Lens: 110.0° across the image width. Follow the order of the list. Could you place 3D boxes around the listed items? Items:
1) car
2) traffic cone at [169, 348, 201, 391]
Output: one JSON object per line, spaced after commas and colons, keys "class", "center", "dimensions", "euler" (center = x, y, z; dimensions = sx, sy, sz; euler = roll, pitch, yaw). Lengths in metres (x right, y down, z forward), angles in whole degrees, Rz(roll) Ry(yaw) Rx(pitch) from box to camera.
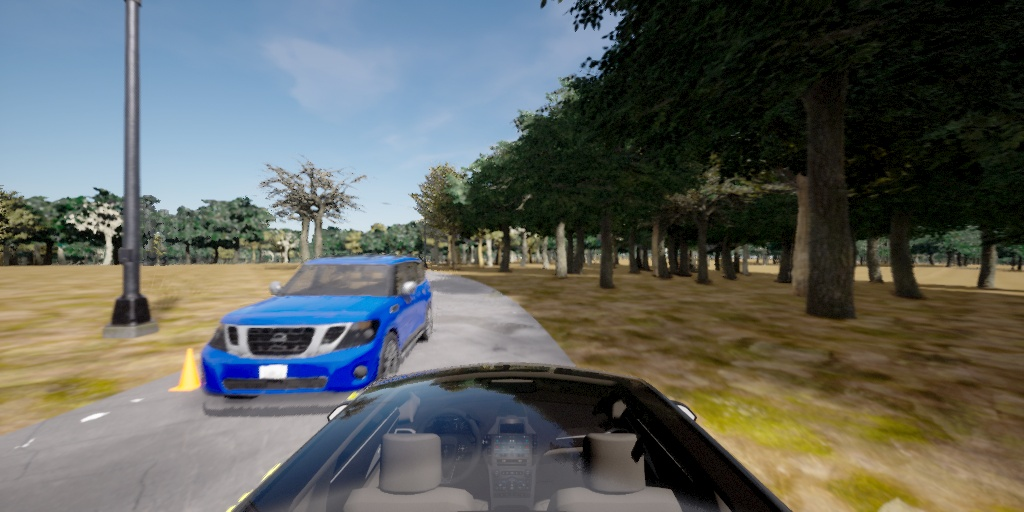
{"class": "car", "center": [-2.921, 1.002, 6.898], "dimensions": [2.150, 2.045, 5.566], "euler": [0, 0, -4]}
{"class": "traffic cone", "center": [-4.985, 1.731, 5.549], "dimensions": [0.340, 0.580, 0.340], "euler": [0, 0, -3]}
